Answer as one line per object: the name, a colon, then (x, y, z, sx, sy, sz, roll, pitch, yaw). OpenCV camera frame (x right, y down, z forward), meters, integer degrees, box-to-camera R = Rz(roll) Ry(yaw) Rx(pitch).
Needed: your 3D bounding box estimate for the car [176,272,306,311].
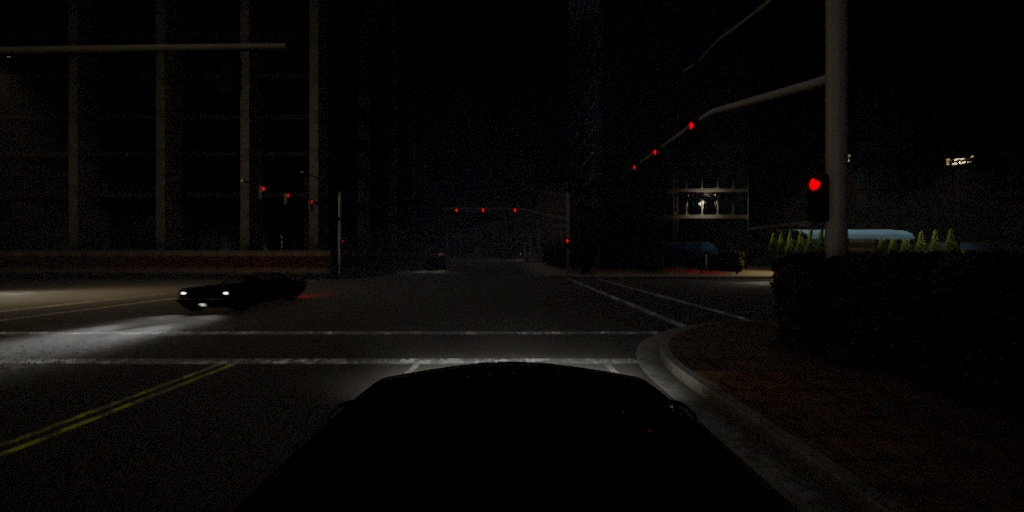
car: (-10.494, 1.346, 14.381, 1.895, 1.301, 4.718, 0, 0, 0)

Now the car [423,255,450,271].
car: (-10.480, 1.038, 49.075, 2.150, 2.045, 5.566, 0, 1, 0)
